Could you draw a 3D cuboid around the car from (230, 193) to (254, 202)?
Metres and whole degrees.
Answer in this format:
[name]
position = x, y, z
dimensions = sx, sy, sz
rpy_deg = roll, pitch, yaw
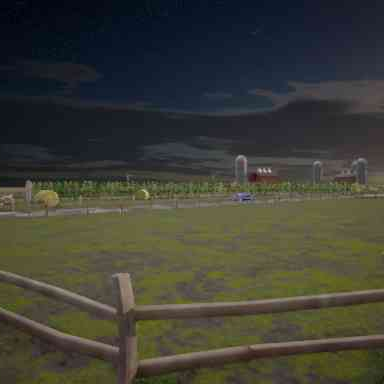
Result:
[car]
position = 8.411, 0.900, 55.705
dimensions = 5.008, 1.535, 1.882
rpy_deg = -1, 1, -44
